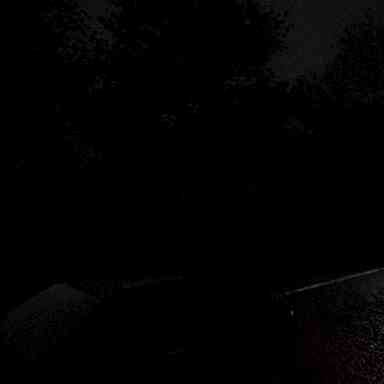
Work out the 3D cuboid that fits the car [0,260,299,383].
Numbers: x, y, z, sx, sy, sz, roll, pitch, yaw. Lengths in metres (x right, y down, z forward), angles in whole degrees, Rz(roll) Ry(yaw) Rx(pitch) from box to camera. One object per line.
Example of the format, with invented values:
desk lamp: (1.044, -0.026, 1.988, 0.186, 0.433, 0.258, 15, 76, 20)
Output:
car: (-0.836, 1.533, 3.390, 4.674, 1.442, 1.812, 1, 0, -35)
